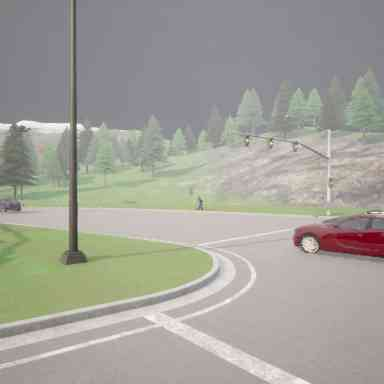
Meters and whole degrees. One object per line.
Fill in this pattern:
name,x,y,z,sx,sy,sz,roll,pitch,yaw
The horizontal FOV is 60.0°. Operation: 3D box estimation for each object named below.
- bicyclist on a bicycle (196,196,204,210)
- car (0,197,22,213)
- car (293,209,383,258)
bicyclist on a bicycle,0.900,1.302,38.405,0.582,1.620,1.656,0,0,34
car,-21.226,1.352,36.567,4.553,1.767,2.097,0,0,14
car,6.007,1.477,11.434,5.008,1.535,1.882,0,0,43
